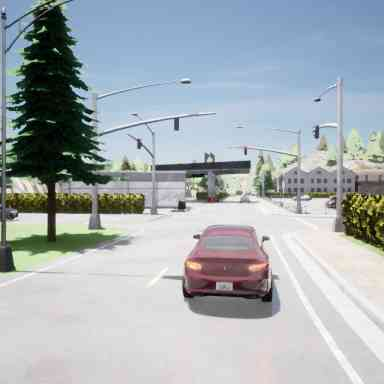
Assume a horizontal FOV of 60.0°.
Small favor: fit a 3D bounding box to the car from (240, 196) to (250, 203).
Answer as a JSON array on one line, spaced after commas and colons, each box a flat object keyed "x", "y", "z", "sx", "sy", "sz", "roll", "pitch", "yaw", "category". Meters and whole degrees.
[{"x": 10.849, "y": 1.526, "z": 68.068, "sx": 1.812, "sy": 1.442, "sz": 4.674, "roll": 0, "pitch": 0, "yaw": 10, "category": "car"}]

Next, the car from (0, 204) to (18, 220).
[{"x": -16.208, "y": 1.492, "z": 26.272, "sx": 4.902, "sy": 1.511, "sz": 2.128, "roll": 0, "pitch": 0, "yaw": 9, "category": "car"}]

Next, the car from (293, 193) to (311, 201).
[{"x": 26.034, "y": 1.077, "z": 79.047, "sx": 3.866, "sy": 1.878, "sz": 1.905, "roll": 0, "pitch": 0, "yaw": 9, "category": "car"}]

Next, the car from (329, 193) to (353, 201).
[{"x": 33.283, "y": 1.097, "z": 74.555, "sx": 4.605, "sy": 1.855, "sz": 1.932, "roll": 0, "pitch": 0, "yaw": 9, "category": "car"}]

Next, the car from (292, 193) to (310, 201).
[{"x": 24.904, "y": 1.361, "z": 75.861, "sx": 3.806, "sy": 1.475, "sz": 1.970, "roll": 0, "pitch": 0, "yaw": 9, "category": "car"}]

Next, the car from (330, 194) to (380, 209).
[{"x": 19.084, "y": 1.340, "z": 38.922, "sx": 4.514, "sy": 1.523, "sz": 2.007, "roll": 0, "pitch": 0, "yaw": 9, "category": "car"}]

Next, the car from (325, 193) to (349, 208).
[{"x": 19.529, "y": 1.330, "z": 42.028, "sx": 5.027, "sy": 1.636, "sz": 2.152, "roll": 0, "pitch": 0, "yaw": 9, "category": "car"}]

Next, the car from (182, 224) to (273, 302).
[{"x": 0.940, "y": 1.526, "z": 8.241, "sx": 1.812, "sy": 1.442, "sz": 4.674, "roll": 0, "pitch": 0, "yaw": 9, "category": "car"}]
